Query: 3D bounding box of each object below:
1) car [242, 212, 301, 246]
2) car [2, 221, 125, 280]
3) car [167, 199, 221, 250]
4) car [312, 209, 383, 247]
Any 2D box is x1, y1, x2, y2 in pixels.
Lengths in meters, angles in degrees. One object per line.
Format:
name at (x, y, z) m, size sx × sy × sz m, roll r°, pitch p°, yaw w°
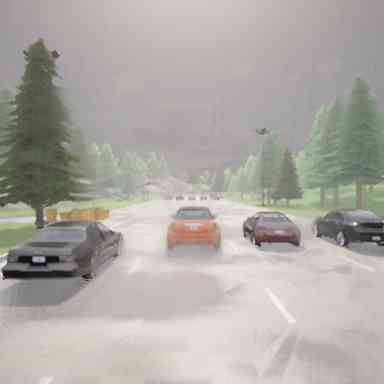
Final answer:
car at (3.581, 1.602, 15.561) m, size 1.994 × 1.385 × 4.181 m, roll 0°, pitch 0°, yaw 0°
car at (-3.438, 1.572, 10.011) m, size 2.033 × 1.411 × 5.357 m, roll 0°, pitch 0°, yaw 0°
car at (0.079, 1.388, 14.654) m, size 2.097 × 1.767 × 4.553 m, roll 0°, pitch 0°, yaw 0°
car at (7.081, 1.541, 15.176) m, size 1.837 × 1.490 × 4.892 m, roll 0°, pitch 0°, yaw 0°
